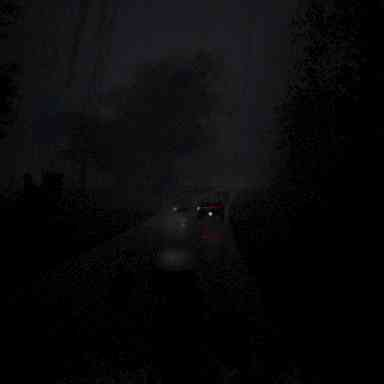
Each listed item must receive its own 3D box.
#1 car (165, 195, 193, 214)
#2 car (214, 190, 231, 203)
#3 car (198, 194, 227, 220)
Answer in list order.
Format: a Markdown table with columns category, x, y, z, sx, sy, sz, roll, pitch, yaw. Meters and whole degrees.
| category | x | y | z | sx | sy | sz | roll | pitch | yaw |
| --- | --- | --- | --- | --- | --- | --- | --- | --- | --- |
| car | -1.055 | 1.010 | 28.589 | 2.128 | 1.511 | 4.902 | 1 | 2 | 7 |
| car | 3.744 | 0.455 | 41.415 | 2.128 | 1.511 | 4.902 | 1 | 3 | 9 |
| car | 1.469 | 1.171 | 24.517 | 1.837 | 1.490 | 4.892 | 0 | 1 | 6 |
